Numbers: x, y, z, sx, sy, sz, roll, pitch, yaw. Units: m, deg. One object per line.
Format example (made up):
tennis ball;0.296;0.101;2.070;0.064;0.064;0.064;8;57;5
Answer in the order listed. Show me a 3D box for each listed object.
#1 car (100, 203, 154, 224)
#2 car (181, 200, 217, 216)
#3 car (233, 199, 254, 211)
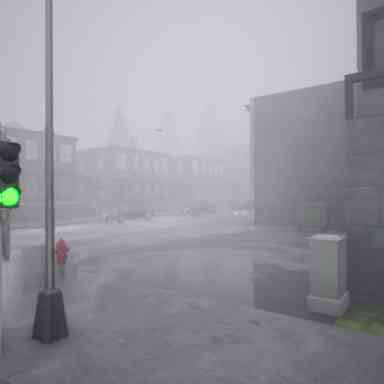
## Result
car;-5.115;1.641;26.736;2.128;1.511;4.902;-1;0;36
car;0.776;1.641;34.976;2.128;1.511;4.902;-1;0;36
car;7.550;1.695;44.413;2.033;1.411;5.357;-1;0;36
